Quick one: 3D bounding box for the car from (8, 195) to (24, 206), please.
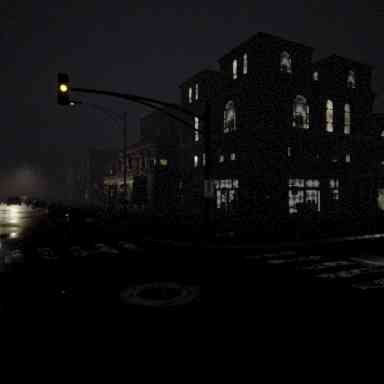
[{"bbox_3d":[-30.234,1.494,56.554,1.882,1.535,5.008,0,-1,-29],"label":"car"}]

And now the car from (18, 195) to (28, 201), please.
[{"bbox_3d":[-41.917,1.475,82.570,1.967,1.590,4.097,0,0,-29],"label":"car"}]

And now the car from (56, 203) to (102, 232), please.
[{"bbox_3d":[-6.674,1.569,20.033,1.947,1.339,4.313,0,0,-29],"label":"car"}]

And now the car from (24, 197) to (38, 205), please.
[{"bbox_3d":[-28.363,1.568,58.518,2.008,1.369,4.403,0,0,-29],"label":"car"}]

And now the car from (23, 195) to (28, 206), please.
[{"bbox_3d":[-25.650,1.454,53.707,1.967,1.590,4.097,0,0,-29],"label":"car"}]

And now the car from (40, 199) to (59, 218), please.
[{"bbox_3d":[-12.095,1.587,29.653,1.802,1.307,4.206,0,0,-29],"label":"car"}]

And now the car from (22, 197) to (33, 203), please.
[{"bbox_3d":[-33.784,1.605,68.138,1.802,1.307,4.206,0,0,-29],"label":"car"}]

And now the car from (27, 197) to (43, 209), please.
[{"bbox_3d":[-20.229,1.561,44.086,2.008,1.369,4.403,0,0,-29],"label":"car"}]
